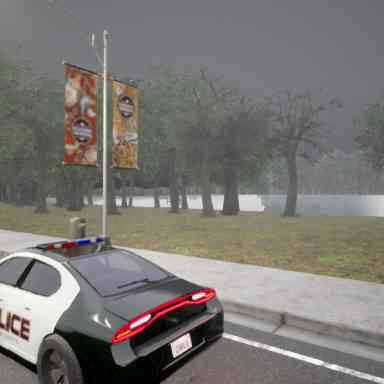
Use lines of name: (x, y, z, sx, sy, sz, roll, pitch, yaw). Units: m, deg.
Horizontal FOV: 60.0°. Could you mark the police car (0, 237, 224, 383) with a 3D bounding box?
police car: (-2.062, 1.504, 5.083, 4.974, 1.542, 2.038, 0, 0, 36)
